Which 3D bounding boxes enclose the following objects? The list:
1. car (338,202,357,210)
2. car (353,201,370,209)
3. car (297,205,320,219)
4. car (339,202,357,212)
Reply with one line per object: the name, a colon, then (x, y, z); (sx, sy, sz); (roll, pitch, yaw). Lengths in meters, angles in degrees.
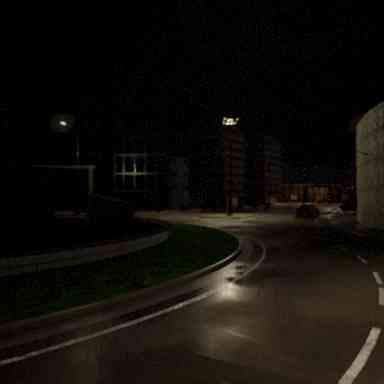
car: (30.611, 2.756, 65.448); (2.033, 1.411, 5.357); (-1, -1, 41)
car: (37.396, 2.826, 73.353); (2.128, 1.511, 4.902); (-1, -1, 41)
car: (13.520, 2.204, 38.535); (1.882, 1.535, 5.008); (-1, -1, 30)
car: (26.682, 2.507, 55.326); (1.882, 1.535, 5.008); (-1, -1, 40)
